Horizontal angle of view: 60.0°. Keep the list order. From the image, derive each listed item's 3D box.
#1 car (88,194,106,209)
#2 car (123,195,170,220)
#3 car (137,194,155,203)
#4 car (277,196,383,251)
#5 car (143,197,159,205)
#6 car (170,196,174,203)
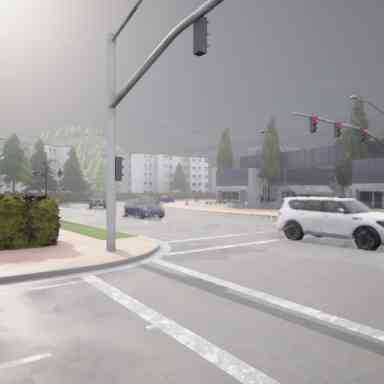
[{"bbox_3d":[-12.704,1.223,44.815,2.150,2.045,5.566,0,0,-16],"label":"car"},{"bbox_3d":[-4.158,1.351,28.497,2.097,1.767,4.553,0,0,-35],"label":"car"},{"bbox_3d":[-9.314,1.352,68.077,2.097,1.767,4.553,0,0,15],"label":"car"},{"bbox_3d":[6.370,1.224,14.631,2.150,2.045,5.566,0,0,-37],"label":"car"},{"bbox_3d":[-7.213,1.547,59.082,2.033,1.411,5.357,0,0,3],"label":"car"},{"bbox_3d":[-5.299,1.478,69.547,1.882,1.535,5.008,0,0,20],"label":"car"}]
